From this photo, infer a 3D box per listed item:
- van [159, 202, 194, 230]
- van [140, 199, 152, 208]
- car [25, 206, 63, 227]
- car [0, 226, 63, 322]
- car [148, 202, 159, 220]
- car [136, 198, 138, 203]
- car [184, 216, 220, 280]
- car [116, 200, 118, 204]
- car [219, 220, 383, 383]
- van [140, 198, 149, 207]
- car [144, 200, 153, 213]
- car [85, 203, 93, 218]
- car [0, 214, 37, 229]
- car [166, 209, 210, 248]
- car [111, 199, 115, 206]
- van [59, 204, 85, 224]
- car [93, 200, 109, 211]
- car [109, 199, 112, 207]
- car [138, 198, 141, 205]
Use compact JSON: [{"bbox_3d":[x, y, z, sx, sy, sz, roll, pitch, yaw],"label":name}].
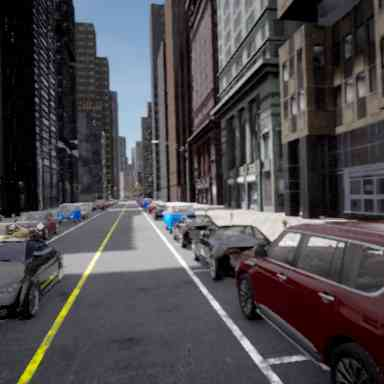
[{"bbox_3d":[-0.874,1.570,21.163,1.690,1.788,3.998,-1,-1,-10],"label":"van"},{"bbox_3d":[-7.941,2.157,59.978,1.690,1.788,3.998,-1,-1,-10],"label":"van"},{"bbox_3d":[-9.253,1.900,19.621,1.967,1.590,4.097,-1,-1,-10],"label":"car"},{"bbox_3d":[-4.222,1.760,7.401,1.994,1.385,4.181,-2,-1,-10],"label":"car"},{"bbox_3d":[-2.887,1.960,32.251,1.947,1.339,4.313,-1,-1,-10],"label":"car"},{"bbox_3d":[-12.985,2.693,87.700,1.967,1.590,4.097,-1,-1,-10],"label":"car"},{"bbox_3d":[1.151,1.629,10.071,1.947,1.339,4.313,-1,-1,-10],"label":"car"},{"bbox_3d":[-22.371,3.124,91.698,2.008,1.369,4.403,-1,-1,-10],"label":"car"},{"bbox_3d":[2.153,1.296,4.529,2.192,1.841,5.009,-1,-1,-10],"label":"car"},{"bbox_3d":[-10.969,2.417,76.612,1.690,1.788,3.998,-1,-1,-10],"label":"van"},{"bbox_3d":[-4.907,2.106,43.341,1.887,1.381,4.507,-1,-1,-10],"label":"car"},{"bbox_3d":[-12.248,2.232,36.087,1.752,1.417,4.829,-1,-1,-10],"label":"car"},{"bbox_3d":[-8.211,1.900,13.908,1.752,1.417,4.829,-1,-1,-10],"label":"car"},{"bbox_3d":[0.141,1.712,15.616,1.947,1.339,4.313,-1,-1,-10],"label":"car"},{"bbox_3d":[-20.353,2.946,80.609,2.008,1.369,4.403,-1,-1,-10],"label":"car"},{"bbox_3d":[-11.274,1.967,30.712,1.690,1.788,3.998,-1,-1,-10],"label":"van"},{"bbox_3d":[-16.322,2.362,58.434,2.192,1.841,5.009,-1,-1,-10],"label":"car"},{"bbox_3d":[-18.335,2.765,69.521,1.887,1.381,4.507,-1,-1,-10],"label":"car"},{"bbox_3d":[-8.951,2.217,65.523,2.192,1.841,5.009,-1,-1,-10],"label":"car"}]
